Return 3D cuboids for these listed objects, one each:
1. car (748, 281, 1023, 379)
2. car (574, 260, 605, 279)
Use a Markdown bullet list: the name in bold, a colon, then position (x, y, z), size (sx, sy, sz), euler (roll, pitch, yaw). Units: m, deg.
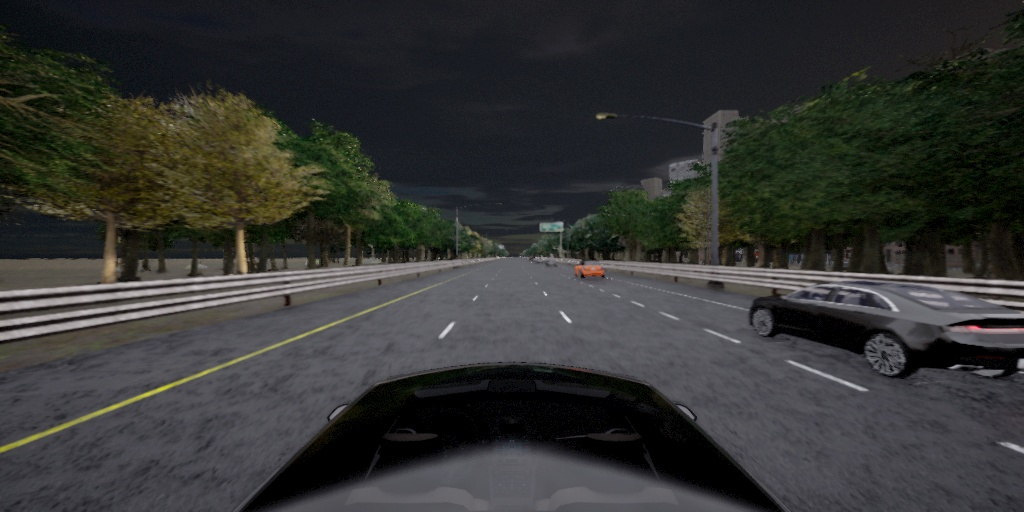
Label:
- **car**: position (7.002, 1.245, 7.275), size (2.128, 1.511, 4.902), euler (0, 0, 0)
- **car**: position (7.056, 1.128, 33.268), size (2.097, 1.767, 4.553), euler (0, 0, 0)
